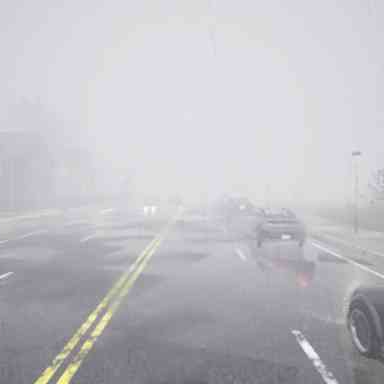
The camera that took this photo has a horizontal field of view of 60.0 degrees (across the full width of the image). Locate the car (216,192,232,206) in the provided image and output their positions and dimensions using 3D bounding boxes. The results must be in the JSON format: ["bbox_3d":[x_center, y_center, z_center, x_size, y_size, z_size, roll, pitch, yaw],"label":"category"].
[{"bbox_3d":[4.465,0.940,46.971,2.097,1.767,4.553,0,0,3],"label":"car"}]

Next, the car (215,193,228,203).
[{"bbox_3d":[5.099,0.989,57.928,2.128,1.511,4.902,0,0,4],"label":"car"}]

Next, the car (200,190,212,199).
[{"bbox_3d":[3.045,0.585,74.395,2.150,2.045,5.566,0,0,5],"label":"car"}]

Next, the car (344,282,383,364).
[{"bbox_3d":[3.250,1.538,3.249,1.994,1.385,4.181,0,1,0],"label":"car"}]

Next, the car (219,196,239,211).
[{"bbox_3d":[3.964,1.207,36.070,1.812,1.442,4.674,0,1,2],"label":"car"}]

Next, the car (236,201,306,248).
[{"bbox_3d":[3.355,1.368,14.191,2.128,1.511,4.902,0,1,1],"label":"car"}]

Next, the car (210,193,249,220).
[{"bbox_3d":[3.175,1.123,25.858,2.097,1.767,4.553,0,0,-11],"label":"car"}]

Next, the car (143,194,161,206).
[{"bbox_3d":[-5.422,1.089,45.473,2.128,1.511,4.902,0,0,3],"label":"car"}]

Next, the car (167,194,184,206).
[{"bbox_3d":[-2.188,1.080,45.052,1.882,1.535,5.008,0,0,3],"label":"car"}]

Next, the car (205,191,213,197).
[{"bbox_3d":[4.714,0.571,92.564,2.097,1.767,4.553,0,0,6],"label":"car"}]
